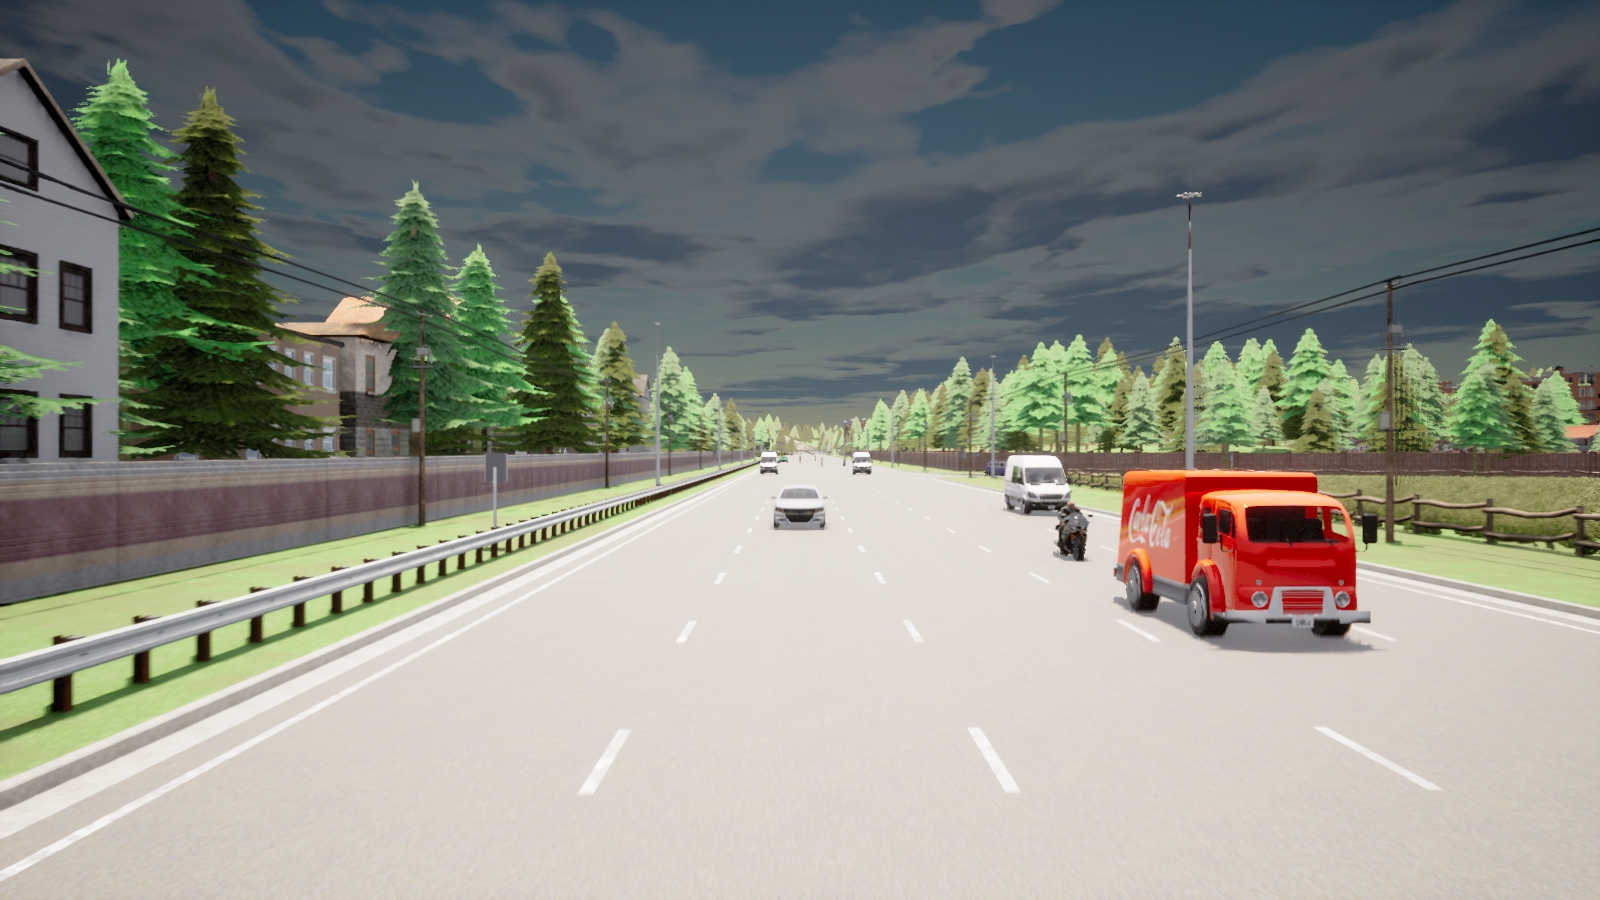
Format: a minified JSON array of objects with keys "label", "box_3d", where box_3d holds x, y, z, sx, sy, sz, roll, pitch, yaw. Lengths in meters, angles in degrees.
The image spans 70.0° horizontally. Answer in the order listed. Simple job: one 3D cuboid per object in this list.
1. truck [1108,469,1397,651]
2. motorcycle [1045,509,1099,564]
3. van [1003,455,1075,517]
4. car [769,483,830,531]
[{"label":"truck","box_3d":[7.000,1.570,18.509,2.627,2.467,5.204,0,0,0]},{"label":"motorcycle","box_3d":[7.001,2.205,29.490,0.867,1.251,2.209,0,0,0]},{"label":"van","box_3d":[10.499,1.534,50.660,1.988,2.561,5.915,0,0,0]},{"label":"car","box_3d":[-0.016,2.034,42.012,2.097,1.535,5.006,0,0,0]}]
